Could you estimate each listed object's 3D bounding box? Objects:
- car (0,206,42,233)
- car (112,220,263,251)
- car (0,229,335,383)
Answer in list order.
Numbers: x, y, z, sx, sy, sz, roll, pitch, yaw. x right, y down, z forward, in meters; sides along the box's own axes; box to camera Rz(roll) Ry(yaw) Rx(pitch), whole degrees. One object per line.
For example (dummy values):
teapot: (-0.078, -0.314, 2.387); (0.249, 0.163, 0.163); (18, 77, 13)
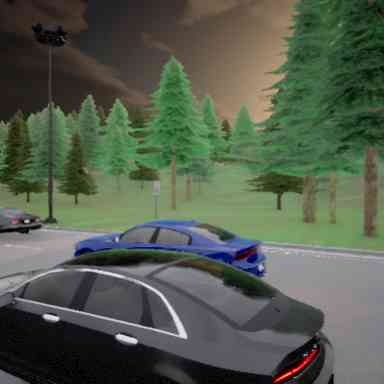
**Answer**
car: (-9.989, 1.410, 16.662); (5.357, 1.411, 2.033); (0, 0, 25)
car: (-0.717, 1.423, 8.197); (5.008, 1.535, 1.882); (0, 0, 28)
car: (-0.928, 1.477, 4.054); (4.892, 1.490, 1.837); (1, 0, 30)
